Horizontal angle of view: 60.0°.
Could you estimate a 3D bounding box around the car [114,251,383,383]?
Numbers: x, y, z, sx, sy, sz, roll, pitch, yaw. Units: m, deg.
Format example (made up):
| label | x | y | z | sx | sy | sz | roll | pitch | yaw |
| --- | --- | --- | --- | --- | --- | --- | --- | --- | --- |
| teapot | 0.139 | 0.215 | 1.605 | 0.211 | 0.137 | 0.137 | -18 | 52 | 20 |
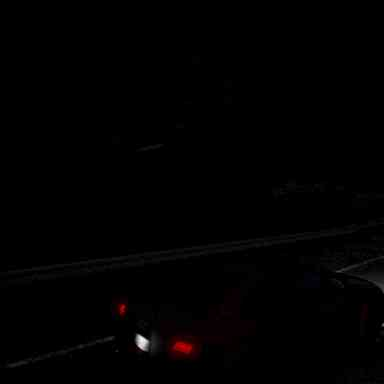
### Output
| label | x | y | z | sx | sy | sz | roll | pitch | yaw |
| --- | --- | --- | --- | --- | --- | --- | --- | --- | --- |
| car | 1.057 | 1.576 | 4.766 | 4.181 | 1.385 | 1.994 | 0 | 0 | -37 |
